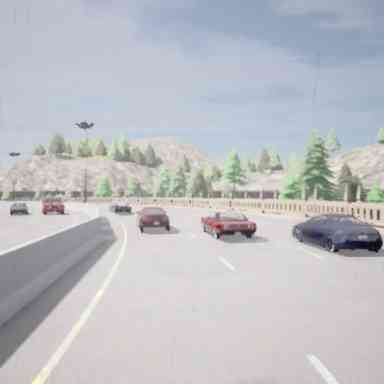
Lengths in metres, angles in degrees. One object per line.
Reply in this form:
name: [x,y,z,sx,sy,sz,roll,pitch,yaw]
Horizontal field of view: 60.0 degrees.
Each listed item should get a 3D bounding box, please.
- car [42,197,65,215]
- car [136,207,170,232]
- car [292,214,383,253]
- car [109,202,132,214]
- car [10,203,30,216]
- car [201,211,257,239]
car: [-16.077,1.563,38.569,2.150,2.045,5.566,0,0,-26]
car: [-2.555,1.657,21.369,1.812,1.442,4.674,0,0,-13]
car: [5.887,1.606,13.973,1.994,1.385,4.181,0,0,-8]
car: [-8.571,1.892,39.437,1.895,1.301,4.718,0,0,-23]
car: [-19.839,1.920,38.357,2.033,1.411,5.357,0,-1,-26]
car: [1.768,1.686,17.828,1.895,1.301,4.718,0,0,-10]
